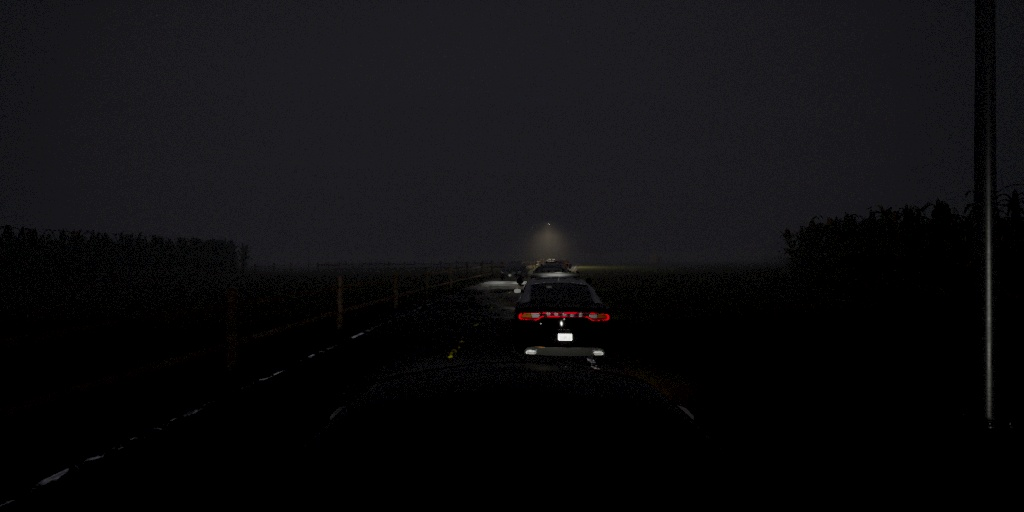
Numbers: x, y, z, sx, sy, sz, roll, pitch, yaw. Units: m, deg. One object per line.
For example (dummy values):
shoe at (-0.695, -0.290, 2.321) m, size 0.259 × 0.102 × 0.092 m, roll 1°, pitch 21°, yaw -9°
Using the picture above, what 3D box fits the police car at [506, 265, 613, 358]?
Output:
police car at (1.053, 1.173, 8.661) m, size 1.930 × 1.638 × 5.238 m, roll 0°, pitch 0°, yaw 3°

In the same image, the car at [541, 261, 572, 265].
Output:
car at (1.959, 1.218, 18.357) m, size 1.882 × 1.535 × 5.008 m, roll 0°, pitch 0°, yaw 7°

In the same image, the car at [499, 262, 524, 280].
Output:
car at (0.269, 1.255, 30.333) m, size 1.812 × 1.442 × 4.674 m, roll 0°, pitch 0°, yaw 11°

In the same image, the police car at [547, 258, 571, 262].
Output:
police car at (2.845, 1.159, 24.311) m, size 1.930 × 1.638 × 5.238 m, roll 0°, pitch 0°, yaw 10°

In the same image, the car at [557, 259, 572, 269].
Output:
car at (8.248, 1.260, 55.929) m, size 1.994 × 1.385 × 4.181 m, roll 0°, pitch 0°, yaw 11°
